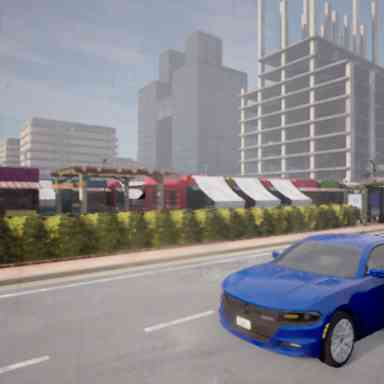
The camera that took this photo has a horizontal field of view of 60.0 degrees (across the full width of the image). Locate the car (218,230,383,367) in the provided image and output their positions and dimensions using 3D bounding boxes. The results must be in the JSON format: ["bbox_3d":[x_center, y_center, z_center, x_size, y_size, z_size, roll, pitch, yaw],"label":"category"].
[{"bbox_3d":[2.704,1.519,6.027,5.008,1.535,1.882,0,-1,-37],"label":"car"}]
